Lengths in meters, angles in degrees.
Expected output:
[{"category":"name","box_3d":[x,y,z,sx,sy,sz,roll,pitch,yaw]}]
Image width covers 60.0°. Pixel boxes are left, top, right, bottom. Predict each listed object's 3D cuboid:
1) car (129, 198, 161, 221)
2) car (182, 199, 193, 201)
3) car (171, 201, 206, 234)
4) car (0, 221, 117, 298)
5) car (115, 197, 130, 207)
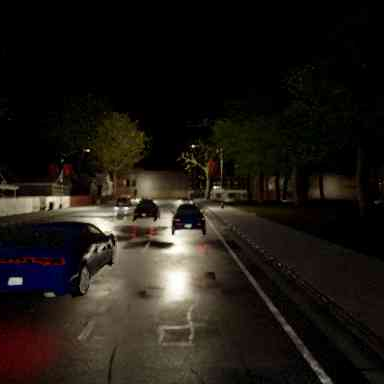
[{"category":"car","box_3d":[-3.573,1.492,26.663,1.812,1.442,4.674,0,0,-1]},{"category":"car","box_3d":[-0.489,1.483,35.648,2.033,1.411,5.357,0,0,-1]},{"category":"car","box_3d":[-0.202,1.478,18.594,1.812,1.442,4.674,0,0,-1]},{"category":"car","box_3d":[-3.276,1.477,8.571,1.882,1.535,5.008,0,0,-1]},{"category":"car","box_3d":[-10.609,1.527,51.753,1.837,1.490,4.892,0,-1,-1]}]
